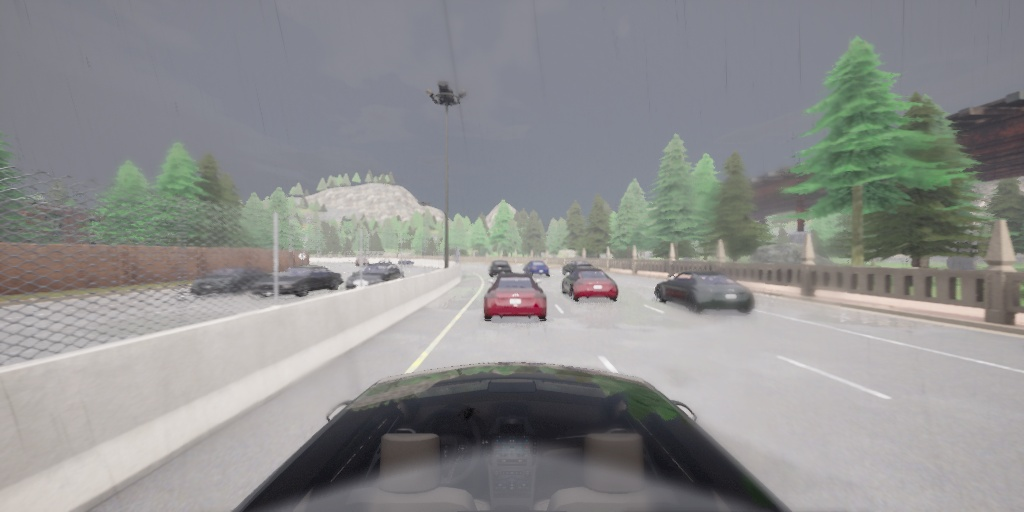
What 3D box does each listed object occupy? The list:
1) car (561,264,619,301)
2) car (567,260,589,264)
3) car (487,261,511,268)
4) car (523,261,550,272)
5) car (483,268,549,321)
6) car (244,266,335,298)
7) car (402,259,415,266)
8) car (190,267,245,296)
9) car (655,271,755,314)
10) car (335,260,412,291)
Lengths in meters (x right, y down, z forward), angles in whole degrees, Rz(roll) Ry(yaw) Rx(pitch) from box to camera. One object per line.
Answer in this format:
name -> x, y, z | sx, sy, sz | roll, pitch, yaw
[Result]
car -> 3.555, 1.260, 16.958 | 1.994, 1.385, 4.181 | 0, 0, -1
car -> 5.896, 1.133, 32.526 | 2.128, 1.511, 4.902 | 0, 0, -8
car -> -1.170, 1.146, 32.633 | 1.837, 1.490, 4.892 | 0, 0, -8
car -> 2.220, 1.164, 33.537 | 1.812, 1.442, 4.674 | 0, 0, -8
car -> 0.099, 1.276, 12.366 | 1.994, 1.385, 4.181 | 0, 0, 0
car -> -10.571, 1.239, 18.330 | 2.033, 1.411, 5.357 | 0, 0, 0
car -> -18.367, 1.134, 62.733 | 1.895, 1.301, 4.718 | 0, 0, -27
car -> -14.207, 1.254, 18.667 | 1.994, 1.385, 4.181 | 0, 0, -1
car -> 7.093, 1.272, 13.636 | 1.994, 1.385, 4.181 | 0, 0, 0
car -> -7.211, 1.179, 19.314 | 2.128, 1.511, 4.902 | 0, 0, -2
